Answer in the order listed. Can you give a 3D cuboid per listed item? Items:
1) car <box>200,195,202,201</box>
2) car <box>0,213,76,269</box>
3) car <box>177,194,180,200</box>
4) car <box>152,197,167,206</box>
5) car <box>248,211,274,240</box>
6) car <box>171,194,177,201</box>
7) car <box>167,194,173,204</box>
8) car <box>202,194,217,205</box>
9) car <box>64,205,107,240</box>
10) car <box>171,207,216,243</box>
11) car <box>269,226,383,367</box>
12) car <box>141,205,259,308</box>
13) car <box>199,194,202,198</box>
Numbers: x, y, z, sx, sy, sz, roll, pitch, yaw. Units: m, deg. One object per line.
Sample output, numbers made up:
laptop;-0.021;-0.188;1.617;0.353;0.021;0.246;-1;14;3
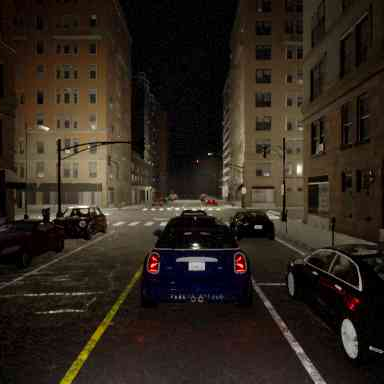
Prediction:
car;3.094;1.607;64.509;2.008;1.369;4.403;0;0;0
car;-5.640;1.582;11.125;1.802;1.307;4.206;0;0;0
car;-5.306;1.457;91.589;2.192;1.841;5.009;0;0;0
car;-5.482;1.618;53.729;1.802;1.307;4.206;0;0;0
car;2.902;1.567;16.601;1.947;1.339;4.313;0;0;0
car;-5.356;1.626;80.601;1.752;1.417;4.829;0;0;0
car;-5.431;1.607;64.545;2.008;1.369;4.403;0;0;0
car;3.042;1.476;53.691;1.967;1.590;4.097;0;0;0
car;-5.624;1.441;16.626;1.967;1.590;4.097;0;0;0
car;0.091;1.565;16.673;1.994;1.385;4.181;0;0;1
car;2.870;1.551;5.599;2.008;1.369;4.403;0;0;0
car;0.101;1.352;8.090;2.097;1.767;4.553;0;0;0
car;3.143;1.525;75.327;1.967;1.590;4.097;0;0;0
